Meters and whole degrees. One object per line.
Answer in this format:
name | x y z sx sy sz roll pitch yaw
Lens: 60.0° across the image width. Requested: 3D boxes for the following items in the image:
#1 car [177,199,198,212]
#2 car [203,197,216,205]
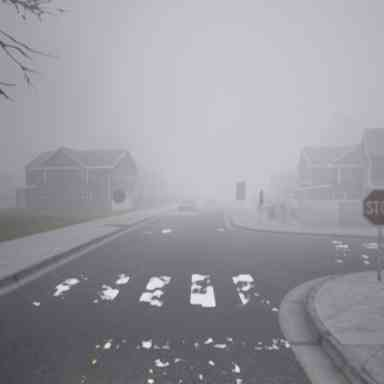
car | -0.419 1.534 38.334 2.033 1.411 5.357 0 0 7
car | 3.248 1.542 61.285 2.033 1.411 5.357 0 0 11
